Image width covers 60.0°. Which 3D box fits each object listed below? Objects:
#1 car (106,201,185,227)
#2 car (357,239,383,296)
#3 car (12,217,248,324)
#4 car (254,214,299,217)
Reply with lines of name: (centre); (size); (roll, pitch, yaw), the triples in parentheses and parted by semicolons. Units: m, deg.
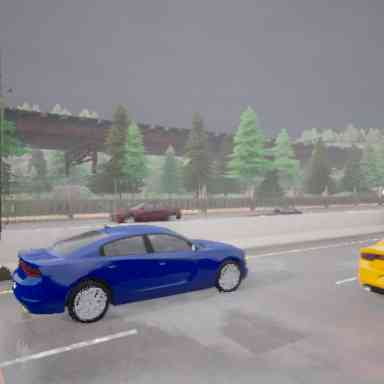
car: (-3.106, 1.417, 22.682); (5.008, 1.535, 1.882); (0, 0, -32)
car: (5.747, 1.458, 7.327); (5.008, 1.535, 1.882); (0, 0, -32)
car: (-1.020, 1.458, 7.163); (5.008, 1.535, 1.882); (0, 0, -33)
car: (4.818, 1.550, 19.383); (4.718, 1.301, 1.895); (0, 0, -32)
